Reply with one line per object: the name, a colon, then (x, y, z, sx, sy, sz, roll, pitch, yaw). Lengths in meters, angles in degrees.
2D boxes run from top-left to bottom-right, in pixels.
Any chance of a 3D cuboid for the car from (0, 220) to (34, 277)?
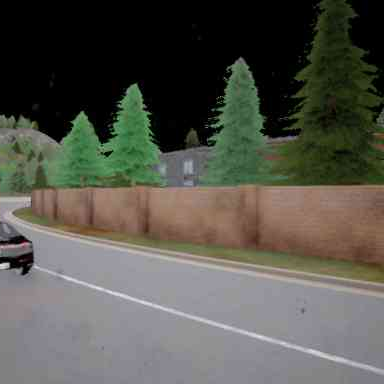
car: (-6.175, 1.514, 9.354, 4.902, 1.511, 2.128, 0, 0, 42)
